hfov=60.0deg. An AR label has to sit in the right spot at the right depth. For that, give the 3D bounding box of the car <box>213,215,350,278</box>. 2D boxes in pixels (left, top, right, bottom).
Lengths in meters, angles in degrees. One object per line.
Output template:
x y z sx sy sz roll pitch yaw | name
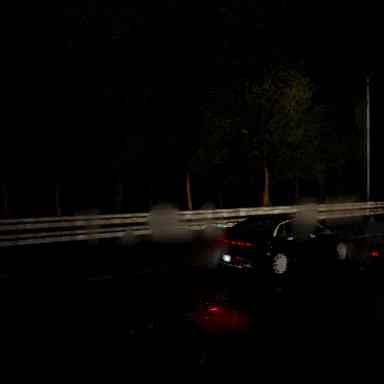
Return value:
2.879 1.467 10.106 4.892 1.490 1.837 0 0 -35 | car

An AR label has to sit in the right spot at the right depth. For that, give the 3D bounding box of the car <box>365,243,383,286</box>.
6.058 1.519 8.072 4.181 1.385 1.994 0 0 -35 | car
